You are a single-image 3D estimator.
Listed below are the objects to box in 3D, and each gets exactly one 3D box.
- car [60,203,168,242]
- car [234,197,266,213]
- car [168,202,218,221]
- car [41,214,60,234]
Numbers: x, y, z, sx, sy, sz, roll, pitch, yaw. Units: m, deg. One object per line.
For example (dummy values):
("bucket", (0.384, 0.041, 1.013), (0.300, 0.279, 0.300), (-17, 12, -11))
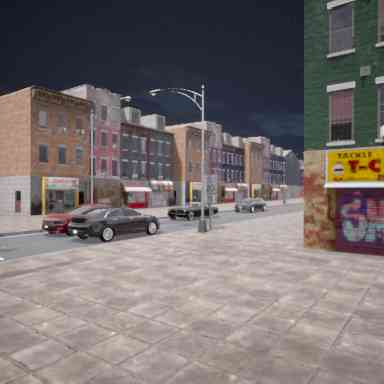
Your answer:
("car", (-3.595, 1.443, 16.210), (1.837, 1.490, 4.892), (0, 0, 36))
("car", (6.156, 1.323, 34.679), (1.837, 1.490, 4.892), (0, 0, 36))
("car", (0.120, 1.473, 26.291), (1.895, 1.301, 4.718), (0, 0, 36))
("car", (-5.665, 1.403, 18.203), (1.882, 1.535, 5.008), (0, 0, 34))
